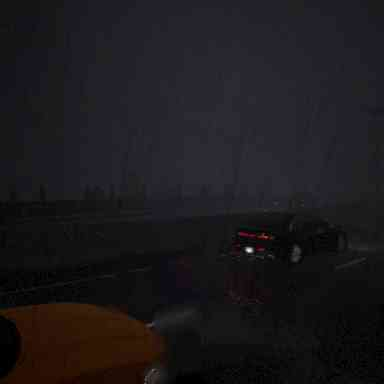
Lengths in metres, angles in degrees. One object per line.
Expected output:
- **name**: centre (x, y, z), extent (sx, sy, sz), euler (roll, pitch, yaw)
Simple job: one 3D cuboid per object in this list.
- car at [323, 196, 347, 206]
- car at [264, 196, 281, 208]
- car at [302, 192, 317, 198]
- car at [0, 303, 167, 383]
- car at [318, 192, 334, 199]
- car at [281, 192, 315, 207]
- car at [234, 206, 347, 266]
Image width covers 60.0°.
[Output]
- **car**: centre (15.727, 1.231, 36.487), extent (2.128, 1.511, 4.902), euler (0, 0, 32)
- **car**: centre (10.460, 1.256, 41.213), extent (1.837, 1.490, 4.892), euler (0, 0, 31)
- **car**: centre (26.564, 0.651, 75.481), extent (2.033, 1.411, 5.357), euler (0, 0, 7)
- **car**: centre (-2.516, 1.484, 2.127), extent (5.008, 1.535, 1.882), euler (-1, 1, -35)
- **car**: centre (29.977, 0.700, 74.625), extent (2.033, 1.411, 5.357), euler (0, 0, 9)
- **car**: centre (12.279, 0.978, 37.522), extent (2.150, 2.045, 5.566), euler (0, 0, 33)
- **car**: centre (3.505, 1.433, 11.353), extent (4.892, 1.490, 1.837), euler (-1, 1, -41)
